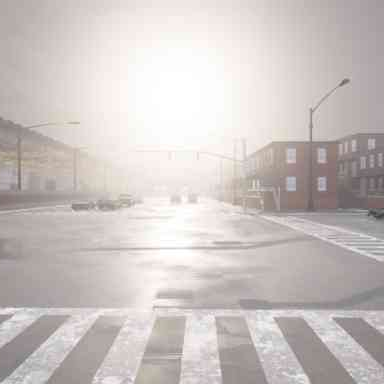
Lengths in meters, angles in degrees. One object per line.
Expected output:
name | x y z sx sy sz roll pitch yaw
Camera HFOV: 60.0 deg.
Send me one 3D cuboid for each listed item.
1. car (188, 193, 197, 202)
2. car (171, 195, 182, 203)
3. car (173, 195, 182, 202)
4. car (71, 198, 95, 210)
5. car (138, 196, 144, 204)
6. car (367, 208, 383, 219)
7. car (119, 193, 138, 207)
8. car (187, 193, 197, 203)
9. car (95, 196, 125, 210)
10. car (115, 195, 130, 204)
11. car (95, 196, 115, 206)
car | 0.078 1.225 80.265 2.150 2.045 5.566 0 0 0
car | -3.364 1.353 70.202 2.097 1.767 4.553 0 0 0
car | -3.422 1.478 80.488 1.882 1.535 5.008 0 0 0
car | -14.057 1.547 43.617 2.033 1.411 5.357 0 0 0
car | -10.480 1.526 64.485 1.812 1.442 4.674 0 0 1
car | 17.061 1.547 26.642 5.357 1.411 2.033 0 0 0
car | -10.541 1.221 52.825 2.150 2.045 5.566 0 0 0
car | 0.167 1.547 69.632 2.033 1.411 5.357 0 0 0
car | -10.569 1.601 43.200 1.895 1.301 4.718 0 0 3
car | -13.950 1.478 66.762 1.882 1.535 5.008 0 0 1
car | -14.037 1.478 54.015 1.882 1.535 5.008 0 0 0
